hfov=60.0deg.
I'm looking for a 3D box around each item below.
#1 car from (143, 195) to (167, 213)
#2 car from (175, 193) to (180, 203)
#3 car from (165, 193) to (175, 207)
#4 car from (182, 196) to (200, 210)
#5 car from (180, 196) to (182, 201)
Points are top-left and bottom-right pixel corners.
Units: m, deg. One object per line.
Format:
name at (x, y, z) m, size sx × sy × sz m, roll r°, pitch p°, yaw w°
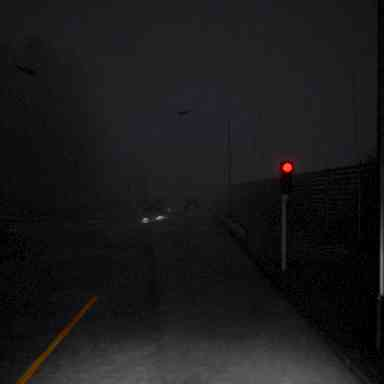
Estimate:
car at (-4.211, 1.461, 36.585) m, size 1.882 × 1.535 × 5.008 m, roll 0°, pitch 0°, yaw 0°
car at (-4.138, 1.190, 67.950) m, size 2.150 × 2.045 × 5.566 m, roll 0°, pitch 1°, yaw -3°
car at (-4.245, 1.328, 51.368) m, size 2.097 × 1.767 × 4.553 m, roll 0°, pitch 0°, yaw 0°
car at (-0.033, 1.486, 42.174) m, size 1.837 × 1.490 × 4.892 m, roll 0°, pitch 0°, yaw 0°
car at (-3.425, 1.506, 76.999) m, size 2.033 × 1.411 × 5.357 m, roll 0°, pitch 0°, yaw -45°
